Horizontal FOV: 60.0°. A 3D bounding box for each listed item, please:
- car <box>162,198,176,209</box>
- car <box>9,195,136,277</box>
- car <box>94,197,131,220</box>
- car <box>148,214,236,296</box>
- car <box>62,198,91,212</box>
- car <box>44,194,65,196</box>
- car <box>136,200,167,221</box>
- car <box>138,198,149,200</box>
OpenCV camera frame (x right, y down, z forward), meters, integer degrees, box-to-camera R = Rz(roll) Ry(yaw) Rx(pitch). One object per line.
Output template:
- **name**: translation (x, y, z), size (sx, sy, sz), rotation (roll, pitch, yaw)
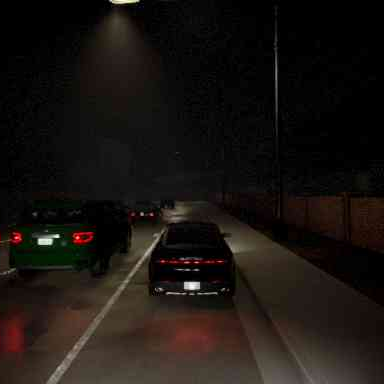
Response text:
- **car**: translation (-3.304, 1.525, 45.354), size (1.837, 1.490, 4.892), rotation (0, 0, 0)
- **car**: translation (-3.396, 1.228, 10.382), size (2.150, 2.045, 5.566), rotation (0, 0, 0)
- **car**: translation (-6.806, 1.364, 28.993), size (2.097, 1.767, 4.553), rotation (0, 0, 0)
- **car**: translation (0.000, 1.508, 8.652), size (1.837, 1.490, 4.892), rotation (0, 0, 0)
- **car**: translation (-13.991, 1.522, 40.555), size (1.837, 1.490, 4.892), rotation (0, 0, 0)
- **car**: translation (-17.491, 1.240, 41.740), size (2.150, 2.045, 5.566), rotation (0, 0, 0)
- **car**: translation (-3.315, 1.558, 24.752), size (2.033, 1.411, 5.357), rotation (0, 0, 0)
- **car**: translation (-6.802, 1.545, 46.358), size (1.812, 1.442, 4.674), rotation (0, 0, 0)
